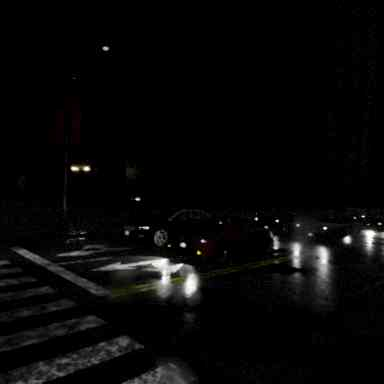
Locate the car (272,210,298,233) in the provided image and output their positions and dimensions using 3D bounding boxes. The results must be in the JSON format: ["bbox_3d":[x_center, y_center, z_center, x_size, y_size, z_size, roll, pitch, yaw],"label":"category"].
[{"bbox_3d":[5.956,1.795,21.090,4.718,1.301,1.895,2,0,-44],"label":"car"}]

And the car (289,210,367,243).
[{"bbox_3d":[7.499,1.873,18.079,4.718,1.301,1.895,2,0,-43],"label":"car"}]

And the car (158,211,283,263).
[{"bbox_3d":[1.162,1.579,12.068,4.181,1.385,1.994,2,0,-43],"label":"car"}]

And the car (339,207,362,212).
[{"bbox_3d":[13.182,2.015,27.932,4.674,1.442,1.812,2,0,-43],"label":"car"}]

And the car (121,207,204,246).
[{"bbox_3d":[-0.759,1.413,14.721,4.902,1.511,2.128,2,0,-43],"label":"car"}]

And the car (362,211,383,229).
[{"bbox_3d":[14.773,2.133,24.957,4.181,1.385,1.994,2,0,-43],"label":"car"}]
